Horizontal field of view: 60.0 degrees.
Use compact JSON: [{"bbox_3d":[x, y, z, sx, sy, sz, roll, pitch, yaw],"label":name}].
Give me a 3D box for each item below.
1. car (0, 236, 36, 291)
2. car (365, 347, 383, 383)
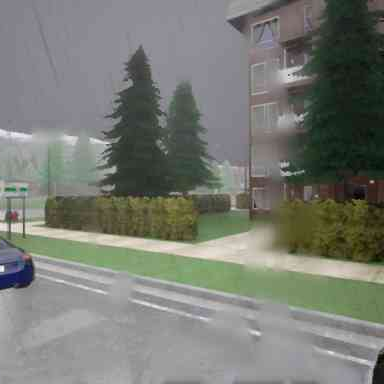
[{"bbox_3d":[-5.632,1.564,7.973,4.181,1.385,1.994,0,0,36],"label":"car"},{"bbox_3d":[3.514,1.492,1.484,4.902,1.511,2.128,0,0,36],"label":"car"}]
